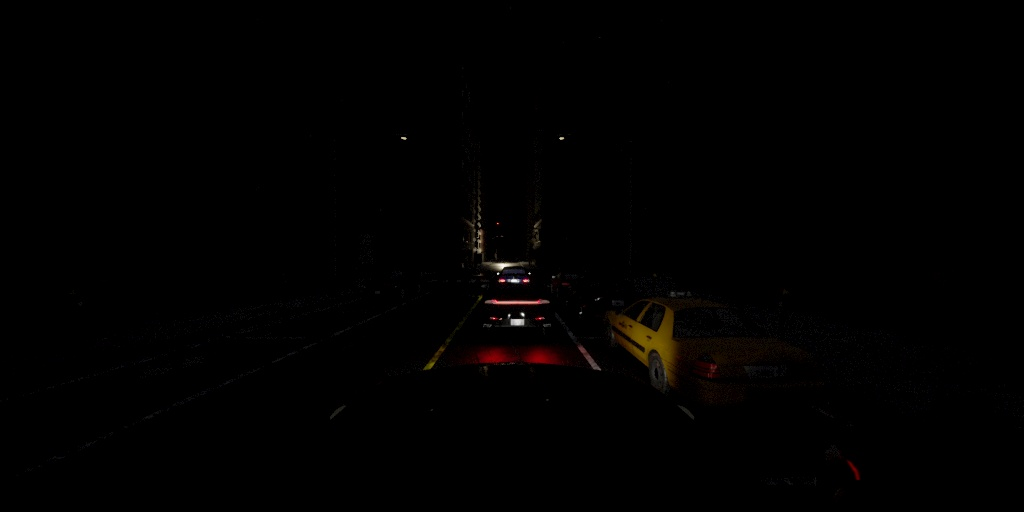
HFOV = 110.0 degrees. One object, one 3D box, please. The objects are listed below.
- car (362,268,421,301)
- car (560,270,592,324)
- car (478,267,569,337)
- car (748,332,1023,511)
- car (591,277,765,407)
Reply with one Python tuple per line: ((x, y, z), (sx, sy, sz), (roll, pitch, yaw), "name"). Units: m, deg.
((-5.668, 1.290, 17.361), (1.888, 1.381, 4.507), (0, 0, 0), "car")
((2.876, 1.313, 11.776), (1.948, 1.339, 4.313), (0, 0, 0), "car")
((0.104, 1.239, 10.301), (2.128, 1.511, 4.902), (0, 0, 0), "car")
((2.873, 1.301, 0.604), (2.007, 1.370, 4.403), (0, 0, 0), "car")
((2.874, 1.274, 6.360), (1.751, 1.417, 4.829), (0, 0, 0), "car")
